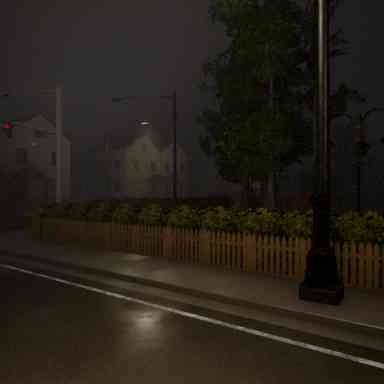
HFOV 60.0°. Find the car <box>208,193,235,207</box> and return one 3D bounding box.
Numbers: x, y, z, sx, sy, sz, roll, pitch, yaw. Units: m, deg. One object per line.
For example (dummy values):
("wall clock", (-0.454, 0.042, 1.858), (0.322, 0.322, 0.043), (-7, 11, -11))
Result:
("car", (4.256, 1.221, 48.838), (2.150, 2.045, 5.566), (0, 0, 35))
